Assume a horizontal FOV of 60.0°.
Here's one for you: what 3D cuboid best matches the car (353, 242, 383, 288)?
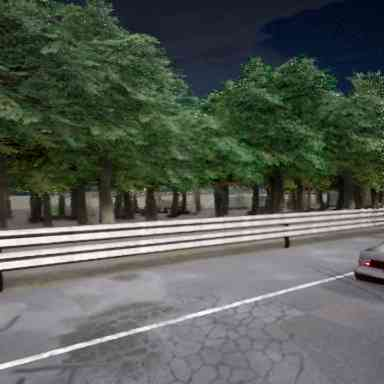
[{"bbox_3d":[6.077,1.546,8.079,5.357,1.411,2.033,0,0,-35],"label":"car"}]
